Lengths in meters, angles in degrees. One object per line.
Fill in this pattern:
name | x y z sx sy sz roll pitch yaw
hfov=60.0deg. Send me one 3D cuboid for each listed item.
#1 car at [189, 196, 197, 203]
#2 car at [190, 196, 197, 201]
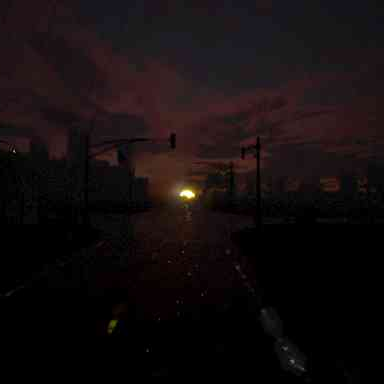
car | 0.336 1.959 81.587 2.033 1.411 5.357 0 0 0
car | 0.398 1.821 92.011 1.837 1.490 4.892 0 0 0
